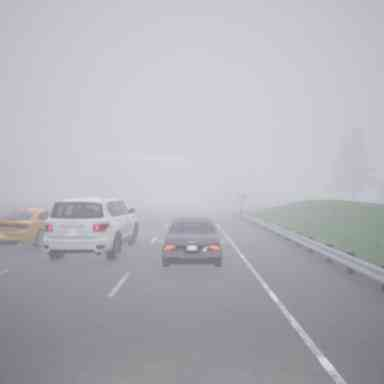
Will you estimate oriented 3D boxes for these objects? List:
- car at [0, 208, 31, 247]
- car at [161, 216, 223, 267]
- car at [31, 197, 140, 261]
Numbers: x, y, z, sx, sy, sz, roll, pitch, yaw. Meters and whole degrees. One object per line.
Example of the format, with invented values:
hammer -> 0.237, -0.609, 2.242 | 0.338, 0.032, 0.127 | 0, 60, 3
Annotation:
car -> -6.953, 1.456, 14.716 | 1.882, 1.535, 5.008 | 0, 0, 0
car -> 0.019, 1.532, 11.344 | 2.033, 1.411, 5.357 | 0, 0, 1
car -> -3.469, 1.206, 12.388 | 2.150, 2.045, 5.566 | 0, 0, 1
